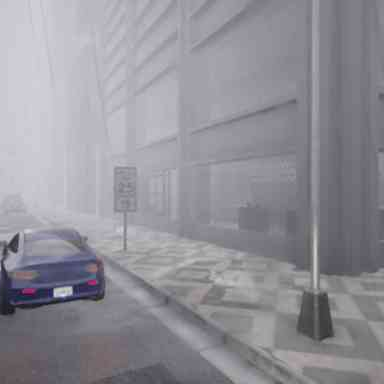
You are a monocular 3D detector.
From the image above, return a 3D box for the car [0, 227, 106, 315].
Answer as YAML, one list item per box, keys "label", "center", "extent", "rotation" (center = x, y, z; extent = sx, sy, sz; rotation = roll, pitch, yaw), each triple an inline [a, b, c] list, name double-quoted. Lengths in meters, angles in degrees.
- label: "car"
  center: [-3.307, 1.525, 7.641]
  extent: [1.812, 1.442, 4.674]
  rotation: [0, 0, -29]

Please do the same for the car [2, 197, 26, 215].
- label: "car"
  center: [-17.925, 1.547, 33.790]
  extent: [2.033, 1.411, 5.357]
  rotation: [0, 0, -29]

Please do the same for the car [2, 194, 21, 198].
- label: "car"
  center: [-23.089, 1.221, 42.900]
  extent: [2.150, 2.045, 5.566]
  rotation: [0, 0, -29]
